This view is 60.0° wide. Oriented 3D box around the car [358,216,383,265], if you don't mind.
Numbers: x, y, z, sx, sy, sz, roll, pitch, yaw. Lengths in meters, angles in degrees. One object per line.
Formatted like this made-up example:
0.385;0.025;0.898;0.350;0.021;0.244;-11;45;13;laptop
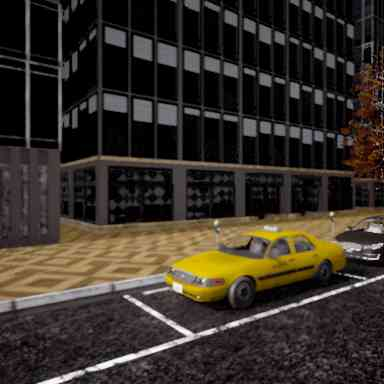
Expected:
6.463;1.494;11.167;4.403;1.369;2.008;0;0;-36;car

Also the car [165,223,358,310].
1.690;1.498;7.762;4.829;1.417;1.752;0;0;-36;car
